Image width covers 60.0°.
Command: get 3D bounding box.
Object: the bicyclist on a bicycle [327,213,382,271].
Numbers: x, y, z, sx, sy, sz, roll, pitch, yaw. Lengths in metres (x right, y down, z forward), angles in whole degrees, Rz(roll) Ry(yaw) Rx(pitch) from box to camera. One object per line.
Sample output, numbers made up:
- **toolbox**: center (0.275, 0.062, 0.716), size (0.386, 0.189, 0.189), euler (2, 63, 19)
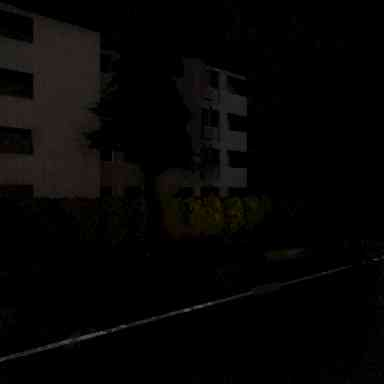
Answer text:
- **bicyclist on a bicycle**: center (4.730, 1.454, 9.820), size (0.582, 1.620, 1.656), euler (0, -1, -37)
